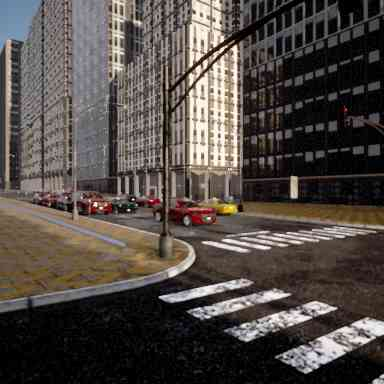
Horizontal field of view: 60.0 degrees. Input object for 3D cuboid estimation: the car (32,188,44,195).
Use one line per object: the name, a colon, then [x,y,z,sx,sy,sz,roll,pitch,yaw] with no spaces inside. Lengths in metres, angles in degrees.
car: [-38.017,-0.184,82.115,1.967,1.590,4.097,1,0,-36]

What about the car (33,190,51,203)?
car: [-18.288,0.806,40.848,1.802,1.307,4.206,1,0,-36]

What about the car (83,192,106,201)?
car: [-14.836,0.672,50.336,1.947,1.339,4.313,1,0,-36]

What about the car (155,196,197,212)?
car: [-1.588,1.093,32.176,1.947,1.339,4.313,1,0,-36]

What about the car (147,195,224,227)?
car: [-0.570,1.195,20.925,1.882,1.535,5.008,0,1,-38]

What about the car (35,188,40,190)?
car: [-34.706,-0.080,77.575,1.967,1.590,4.097,1,0,-36]

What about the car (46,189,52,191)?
car: [-28.084,0.239,68.495,2.008,1.369,4.403,1,0,-36]

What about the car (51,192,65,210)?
car: [-11.665,1.001,31.770,1.947,1.339,4.313,1,0,-36]

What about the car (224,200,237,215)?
car: [1.693,1.154,27.827,1.752,1.417,4.829,1,0,-36]

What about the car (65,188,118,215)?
car: [-8.347,0.855,27.229,2.192,1.841,5.009,1,0,-36]

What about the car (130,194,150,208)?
car: [-4.900,1.003,36.715,1.802,1.307,4.206,1,0,-36]

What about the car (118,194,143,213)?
car: [-6.480,1.130,29.037,1.895,1.301,4.718,0,1,-36]

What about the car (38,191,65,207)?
car: [-14.975,0.874,36.308,1.887,1.381,4.507,1,0,-36]
